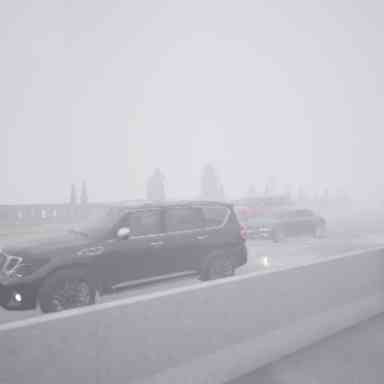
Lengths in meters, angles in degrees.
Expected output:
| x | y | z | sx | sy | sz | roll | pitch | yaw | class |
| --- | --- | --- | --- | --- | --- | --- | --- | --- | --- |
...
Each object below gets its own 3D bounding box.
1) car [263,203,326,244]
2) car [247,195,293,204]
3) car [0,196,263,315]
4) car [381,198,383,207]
| x | y | z | sx | sy | sz | roll | pitch | yaw | class |
| --- | --- | --- | --- | --- | --- | --- | --- | --- | --- |
| 4.445 | 1.487 | 15.855 | 4.892 | 1.490 | 1.837 | 0 | 0 | -37 | car |
| 3.871 | 1.202 | 19.732 | 5.566 | 2.045 | 2.150 | 0 | 0 | -37 | car |
| -1.208 | 1.216 | 7.432 | 5.566 | 2.045 | 2.150 | 0 | 0 | -36 | car |
| 31.276 | 1.626 | 53.107 | 2.033 | 1.411 | 5.357 | 0 | 0 | 25 | car |
